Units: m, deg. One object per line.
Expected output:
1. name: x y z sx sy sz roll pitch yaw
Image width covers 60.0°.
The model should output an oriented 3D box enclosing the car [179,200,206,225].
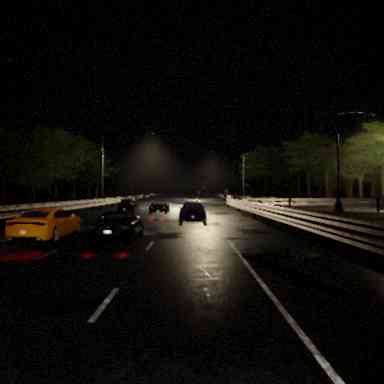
1. car: 0.043 1.519 24.571 1.882 1.535 5.008 0 -1 0

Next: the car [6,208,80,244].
1. car: -6.938 1.506 16.120 1.882 1.535 5.008 0 0 0

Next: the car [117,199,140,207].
1. car: -6.984 1.556 36.679 1.837 1.490 4.892 0 0 0

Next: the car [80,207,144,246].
1. car: -3.438 1.591 15.515 1.994 1.385 4.181 0 0 0

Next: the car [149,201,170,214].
1. car: -3.485 1.652 36.305 1.895 1.301 4.718 0 0 0

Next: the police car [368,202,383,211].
1. police car: 20.983 1.130 34.348 1.930 1.638 5.238 0 -1 -34

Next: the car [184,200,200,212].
1. car: 0.002 1.649 41.531 1.895 1.301 4.718 0 0 0
